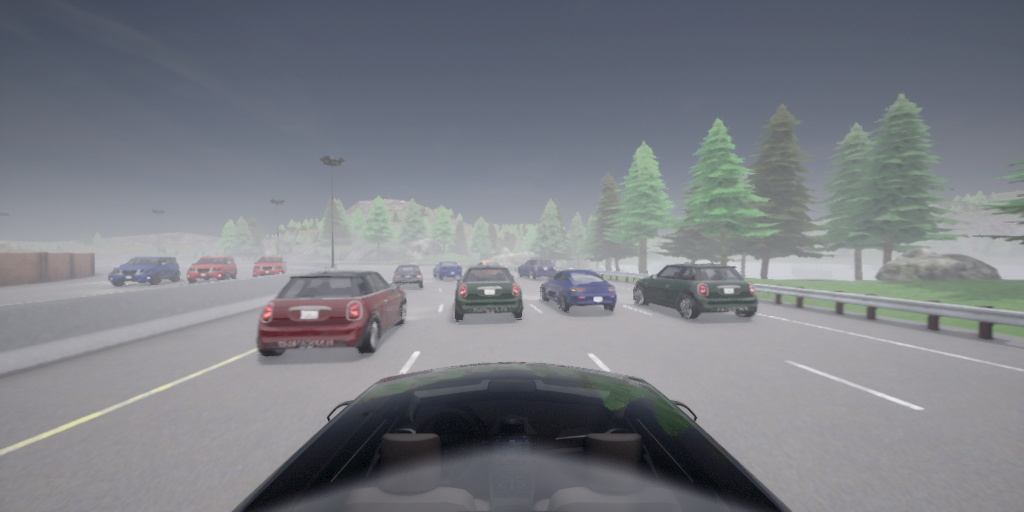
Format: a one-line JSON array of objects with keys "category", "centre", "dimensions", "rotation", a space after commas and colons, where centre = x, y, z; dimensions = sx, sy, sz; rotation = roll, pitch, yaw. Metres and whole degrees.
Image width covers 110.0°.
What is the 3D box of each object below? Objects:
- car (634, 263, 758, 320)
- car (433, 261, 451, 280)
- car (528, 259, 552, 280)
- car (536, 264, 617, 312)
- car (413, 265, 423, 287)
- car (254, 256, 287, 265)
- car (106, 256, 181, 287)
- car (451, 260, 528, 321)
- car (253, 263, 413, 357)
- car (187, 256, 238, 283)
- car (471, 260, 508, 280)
[{"category": "car", "centre": [6.128, 1.039, 12.629], "dimensions": [2.097, 1.767, 4.553], "rotation": [0, 0, -7]}, {"category": "car", "centre": [-5.557, 1.178, 30.606], "dimensions": [1.882, 1.535, 5.008], "rotation": [0, 0, -21]}, {"category": "car", "centre": [2.000, 1.012, 30.253], "dimensions": [2.097, 1.767, 4.553], "rotation": [0, 0, -18]}, {"category": "car", "centre": [2.438, 1.229, 13.854], "dimensions": [1.812, 1.442, 4.674], "rotation": [0, 0, -9]}, {"category": "car", "centre": [-6.898, 1.274, 23.812], "dimensions": [2.033, 1.411, 5.357], "rotation": [0, 0, -17]}, {"category": "car", "centre": [-21.934, 1.005, 32.730], "dimensions": [2.150, 2.045, 5.566], "rotation": [0, 0, -28]}, {"category": "car", "centre": [-26.538, 1.047, 26.248], "dimensions": [2.150, 2.045, 5.566], "rotation": [0, 0, -25]}, {"category": "car", "centre": [-0.946, 1.077, 12.668], "dimensions": [2.097, 1.767, 4.553], "rotation": [0, 0, -8]}, {"category": "car", "centre": [-3.979, 1.105, 8.803], "dimensions": [2.097, 1.767, 4.553], "rotation": [0, 0, -6]}, {"category": "car", "centre": [-23.893, 1.025, 28.849], "dimensions": [2.150, 2.045, 5.566], "rotation": [0, 0, -26]}, {"category": "car", "centre": [-2.095, 1.157, 31.295], "dimensions": [1.882, 1.535, 5.008], "rotation": [0, 0, -20]}]
